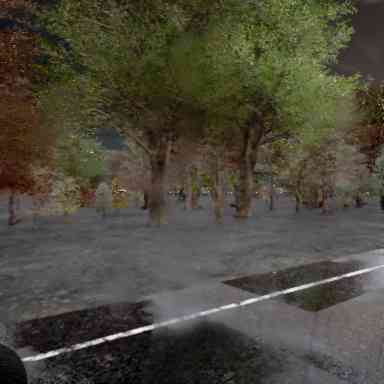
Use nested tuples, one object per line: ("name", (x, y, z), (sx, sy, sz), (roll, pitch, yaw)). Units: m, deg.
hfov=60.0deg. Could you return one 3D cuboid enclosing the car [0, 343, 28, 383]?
("car", (-3.402, 1.474, 1.320), (5.008, 1.535, 1.882), (0, 0, -36))
